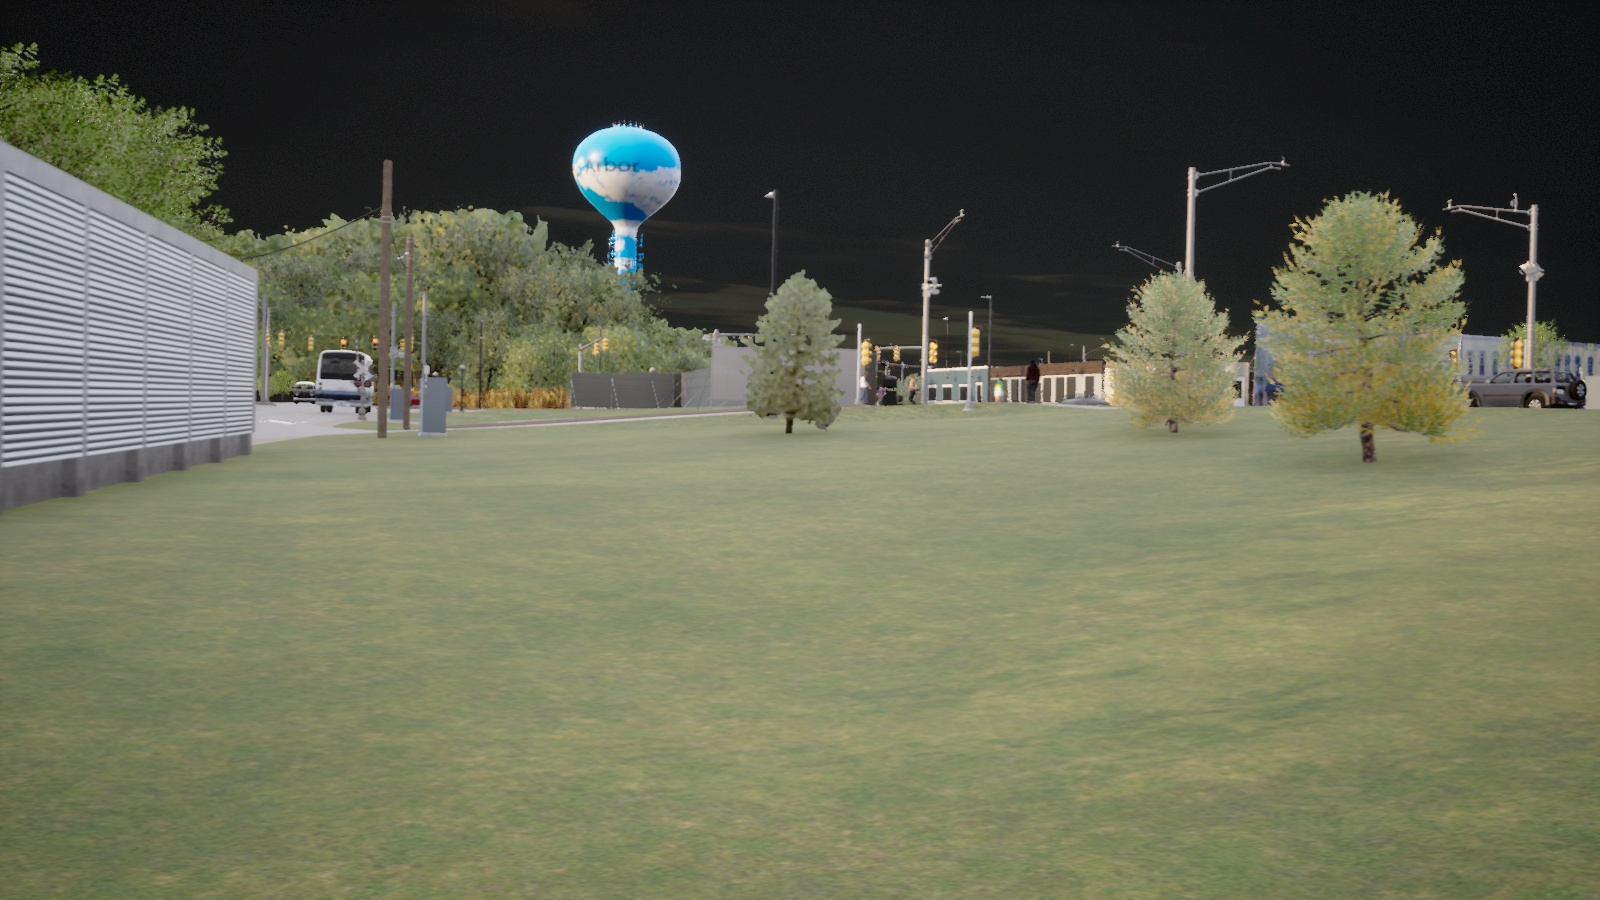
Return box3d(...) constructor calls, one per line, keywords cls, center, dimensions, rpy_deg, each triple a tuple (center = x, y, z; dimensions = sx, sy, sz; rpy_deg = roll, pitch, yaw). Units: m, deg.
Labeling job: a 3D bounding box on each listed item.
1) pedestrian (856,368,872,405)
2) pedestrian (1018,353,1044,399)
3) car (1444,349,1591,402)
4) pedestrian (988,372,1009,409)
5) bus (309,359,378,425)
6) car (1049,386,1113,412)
box3d(cls="pedestrian", center=(3.253, -3.215, 63.770), dimensions=(0.706, 1.836, 0.354), rpy_deg=(0, 1, -17))
box3d(cls="pedestrian", center=(9.473, -3.035, 51.500), dimensions=(0.634, 1.844, 0.899), rpy_deg=(0, 1, -21))
box3d(cls="car", center=(27.651, -2.823, 48.549), dimensions=(1.932, 1.855, 4.605), rpy_deg=(0, 1, -26))
box3d(cls="pedestrian", center=(10.531, -3.153, 66.505), dimensions=(0.873, 1.952, 0.659), rpy_deg=(0, 1, -19))
box3d(cls="bus", center=(-32.009, -4.055, 88.475), dimensions=(3.944, 4.253, 10.273), rpy_deg=(1, 2, -17))
box3d(cls="car", center=(16.378, -2.952, 73.327), dimensions=(1.994, 1.385, 4.181), rpy_deg=(0, 1, -14))
